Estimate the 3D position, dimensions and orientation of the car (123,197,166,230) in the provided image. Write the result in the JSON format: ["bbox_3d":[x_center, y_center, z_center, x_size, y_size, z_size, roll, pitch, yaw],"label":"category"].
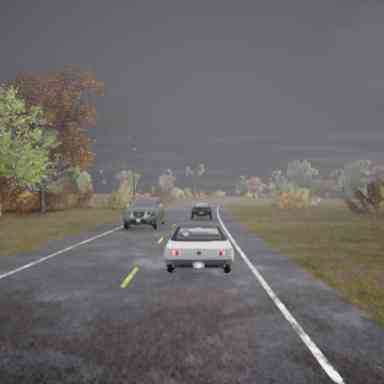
[{"bbox_3d":[-3.093,1.370,22.684,2.150,2.045,5.566,0,-1,3],"label":"car"}]

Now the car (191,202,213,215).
[{"bbox_3d":[0.970,1.686,32.146,1.882,1.535,5.008,0,0,3],"label":"car"}]

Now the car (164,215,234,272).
[{"bbox_3d":[0.216,1.675,11.080,1.895,1.301,4.718,0,0,1],"label":"car"}]
